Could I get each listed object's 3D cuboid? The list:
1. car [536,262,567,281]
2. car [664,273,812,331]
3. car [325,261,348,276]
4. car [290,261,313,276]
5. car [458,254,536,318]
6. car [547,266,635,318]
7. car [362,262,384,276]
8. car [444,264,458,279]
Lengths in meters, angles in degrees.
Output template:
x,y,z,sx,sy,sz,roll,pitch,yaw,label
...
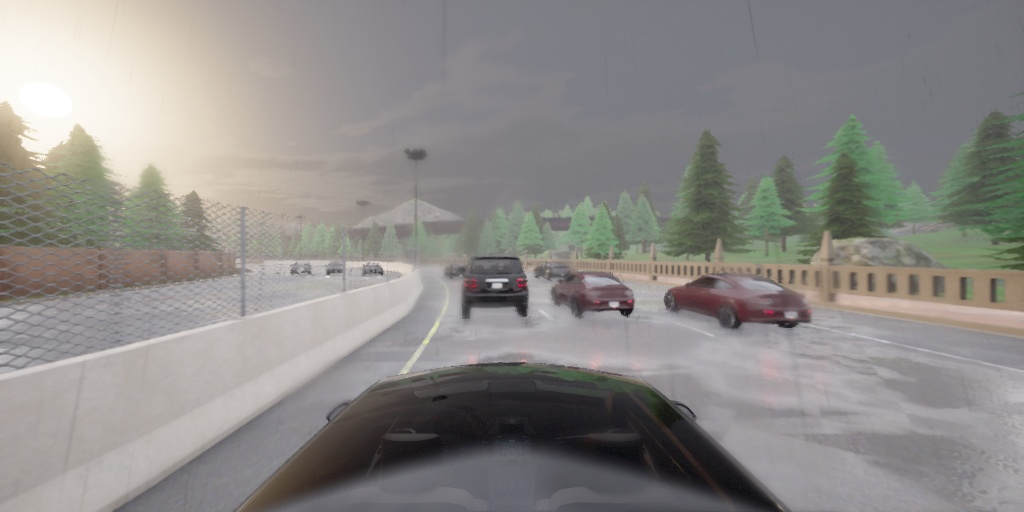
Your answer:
x,y,z,sx,sy,sz,roll,pitch,yaw,label
3.210,1.212,29.160,2.128,1.511,4.902,0,0,-15,car
6.472,1.244,10.848,1.812,1.442,4.674,0,0,-5,car
-18.766,1.310,38.427,1.837,1.490,4.892,0,0,-24,car
-23.141,1.316,39.541,2.128,1.511,4.902,0,0,-26,car
-0.758,0.968,13.246,2.150,2.045,5.566,0,0,-7,car
2.752,1.258,12.852,1.812,1.442,4.674,0,0,-7,car
-14.567,1.353,37.529,1.994,1.385,4.181,0,0,-23,car
-4.959,1.353,32.311,1.895,1.301,4.718,0,0,-18,car
